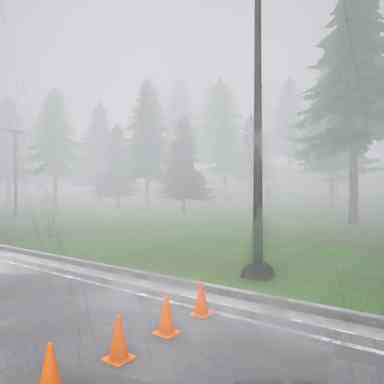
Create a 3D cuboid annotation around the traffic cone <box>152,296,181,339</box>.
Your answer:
[{"bbox_3d":[-0.405,1.955,5.290,0.340,0.580,0.340,0,0,35],"label":"traffic cone"}]

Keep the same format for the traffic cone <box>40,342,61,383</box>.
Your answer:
[{"bbox_3d":[-1.559,1.955,3.656,0.340,0.580,0.340,0,0,35],"label":"traffic cone"}]

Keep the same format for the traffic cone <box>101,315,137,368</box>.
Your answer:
[{"bbox_3d":[-0.982,1.955,4.473,0.340,0.580,0.340,0,0,35],"label":"traffic cone"}]

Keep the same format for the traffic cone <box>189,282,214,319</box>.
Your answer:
[{"bbox_3d":[0.172,1.955,6.106,0.340,0.580,0.340,0,0,35],"label":"traffic cone"}]
